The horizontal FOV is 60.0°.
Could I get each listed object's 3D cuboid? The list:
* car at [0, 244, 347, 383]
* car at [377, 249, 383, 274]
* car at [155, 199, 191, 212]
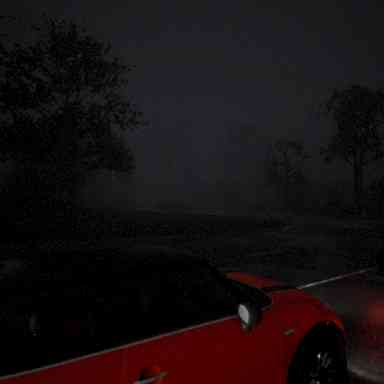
[{"bbox_3d":[-0.419,1.352,3.420,4.553,1.767,2.097,0,0,-35],"label":"car"},{"bbox_3d":[6.788,1.596,8.550,4.718,1.301,1.895,0,0,-36],"label":"car"},{"bbox_3d":[-2.255,1.517,38.375,2.128,1.511,4.902,0,0,-44],"label":"car"}]
